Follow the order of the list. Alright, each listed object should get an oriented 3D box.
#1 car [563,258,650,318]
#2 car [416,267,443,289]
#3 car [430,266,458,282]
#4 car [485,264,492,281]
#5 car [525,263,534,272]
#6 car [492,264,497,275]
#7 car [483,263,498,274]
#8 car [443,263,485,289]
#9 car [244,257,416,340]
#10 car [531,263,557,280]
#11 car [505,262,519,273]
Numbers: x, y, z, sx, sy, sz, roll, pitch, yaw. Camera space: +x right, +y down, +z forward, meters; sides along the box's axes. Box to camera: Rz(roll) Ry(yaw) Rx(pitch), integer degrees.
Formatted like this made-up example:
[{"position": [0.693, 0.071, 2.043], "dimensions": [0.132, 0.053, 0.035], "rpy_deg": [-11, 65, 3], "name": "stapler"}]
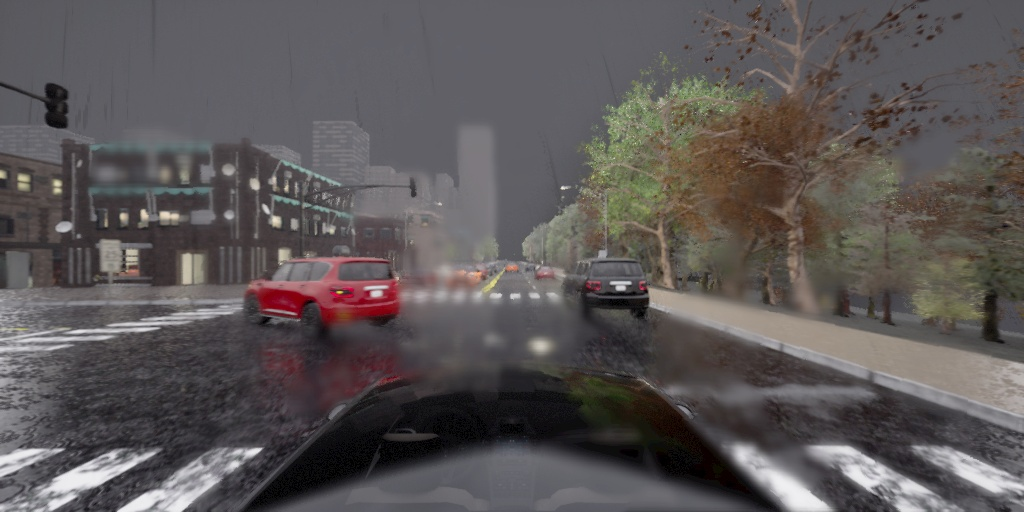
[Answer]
[{"position": [3.348, 1.104, 13.710], "dimensions": [2.150, 2.045, 5.566], "rpy_deg": [0, -1, 0], "name": "car"}, {"position": [-6.610, 1.616, 26.067], "dimensions": [1.895, 1.301, 4.718], "rpy_deg": [0, -1, 1], "name": "car"}, {"position": [-6.577, 1.715, 35.234], "dimensions": [1.895, 1.301, 4.718], "rpy_deg": [0, -1, 0], "name": "car"}, {"position": [-3.331, 1.590, 35.005], "dimensions": [1.882, 1.535, 5.008], "rpy_deg": [0, -1, 0], "name": "car"}, {"position": [3.277, 1.921, 61.254], "dimensions": [1.812, 1.442, 4.674], "rpy_deg": [0, 0, 1], "name": "car"}, {"position": [-3.276, 1.704, 44.279], "dimensions": [2.128, 1.511, 4.902], "rpy_deg": [0, -1, 0], "name": "car"}, {"position": [-3.259, 1.874, 54.894], "dimensions": [2.033, 1.411, 5.357], "rpy_deg": [0, -1, 0], "name": "car"}, {"position": [-3.347, 1.365, 25.847], "dimensions": [2.097, 1.767, 4.553], "rpy_deg": [0, -1, 0], "name": "car"}, {"position": [-5.665, 1.068, 10.594], "dimensions": [5.566, 2.045, 2.150], "rpy_deg": [0, -2, 34], "name": "car"}, {"position": [3.345, 1.691, 36.314], "dimensions": [1.994, 1.385, 4.181], "rpy_deg": [0, -1, 0], "name": "car"}, {"position": [-0.011, 1.703, 57.139], "dimensions": [2.097, 1.767, 4.553], "rpy_deg": [0, -1, 0], "name": "car"}]
